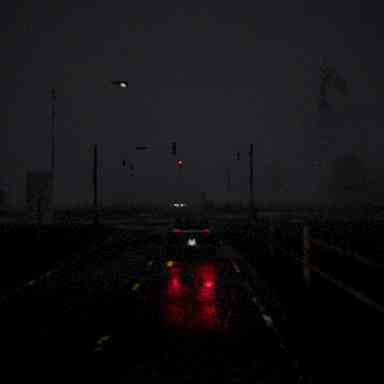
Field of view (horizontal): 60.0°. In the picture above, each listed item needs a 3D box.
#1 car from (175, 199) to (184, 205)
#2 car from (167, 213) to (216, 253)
[{"bbox_3d":[-3.023,2.353,80.823,1.994,1.385,4.181,0,-1,0],"label":"car"},{"bbox_3d":[-0.016,1.630,14.292,2.128,1.511,4.902,0,0,0],"label":"car"}]
